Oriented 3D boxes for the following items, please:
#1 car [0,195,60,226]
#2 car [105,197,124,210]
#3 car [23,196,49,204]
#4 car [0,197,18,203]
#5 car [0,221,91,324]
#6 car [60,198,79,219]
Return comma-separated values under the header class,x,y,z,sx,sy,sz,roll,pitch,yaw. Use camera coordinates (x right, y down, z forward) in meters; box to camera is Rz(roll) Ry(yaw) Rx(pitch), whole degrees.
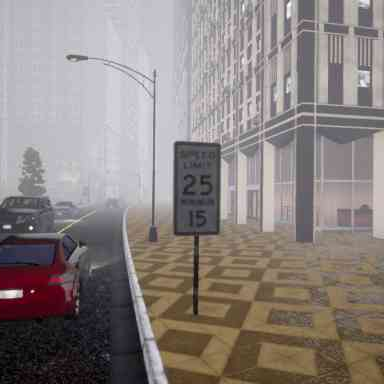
class,x,y,z,sx,sy,sz,roll,pitch,yaw
car,-8.754,1.202,17.481,2.150,2.045,5.566,1,0,-12
car,-10.494,1.530,44.206,1.837,1.490,4.892,1,0,-9
car,-32.390,1.658,69.197,4.403,1.369,2.008,0,1,1
car,-43.423,1.815,77.861,4.313,1.339,1.947,0,1,1
car,-3.290,1.568,7.152,1.994,1.385,4.181,1,0,-13
car,-11.057,1.511,28.956,1.812,1.442,4.674,1,0,-11
